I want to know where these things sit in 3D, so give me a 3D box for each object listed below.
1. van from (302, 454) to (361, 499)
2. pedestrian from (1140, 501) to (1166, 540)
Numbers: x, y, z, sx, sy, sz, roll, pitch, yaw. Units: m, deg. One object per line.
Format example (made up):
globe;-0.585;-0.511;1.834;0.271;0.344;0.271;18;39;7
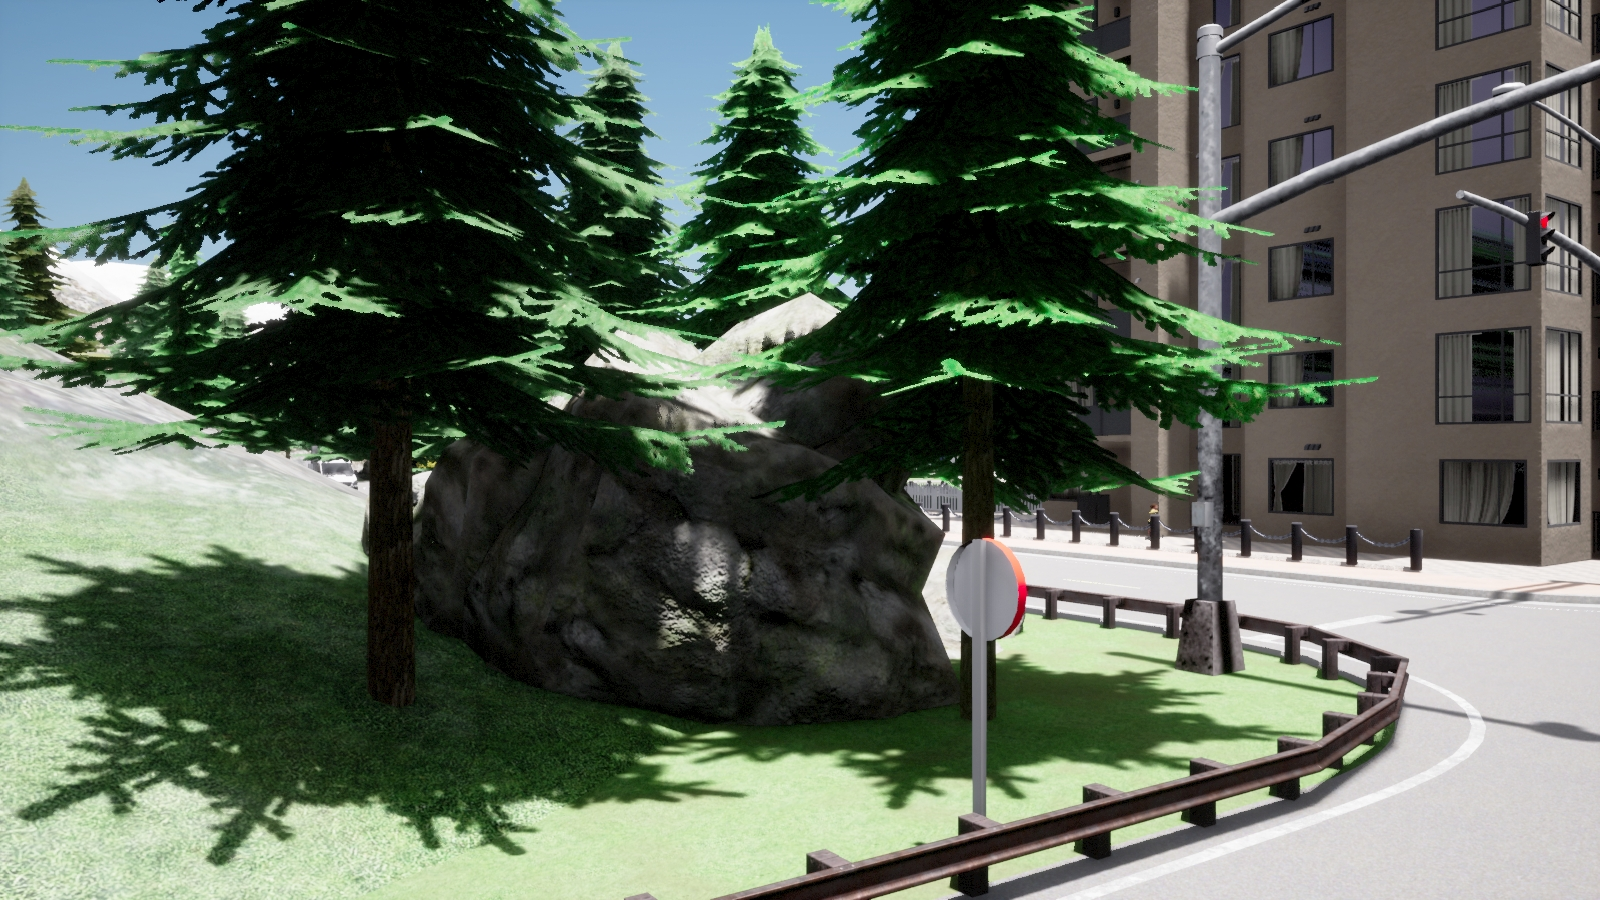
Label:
van;-27.801;1.520;67.706;1.988;2.561;5.915;0;0;-35
pedestrian;10.289;2.040;33.290;0.500;1.100;0.500;0;0;-33
